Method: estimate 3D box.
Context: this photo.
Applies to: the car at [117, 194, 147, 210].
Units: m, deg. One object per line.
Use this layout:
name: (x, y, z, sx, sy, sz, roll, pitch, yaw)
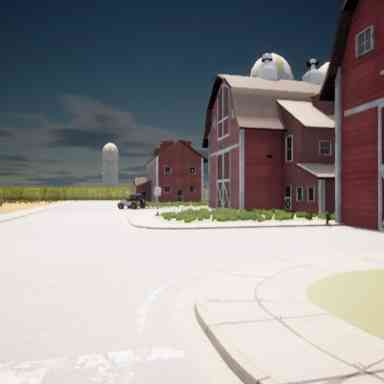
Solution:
car: (-7.706, 1.250, 42.810, 3.866, 1.878, 1.905, -2, 4, 34)
